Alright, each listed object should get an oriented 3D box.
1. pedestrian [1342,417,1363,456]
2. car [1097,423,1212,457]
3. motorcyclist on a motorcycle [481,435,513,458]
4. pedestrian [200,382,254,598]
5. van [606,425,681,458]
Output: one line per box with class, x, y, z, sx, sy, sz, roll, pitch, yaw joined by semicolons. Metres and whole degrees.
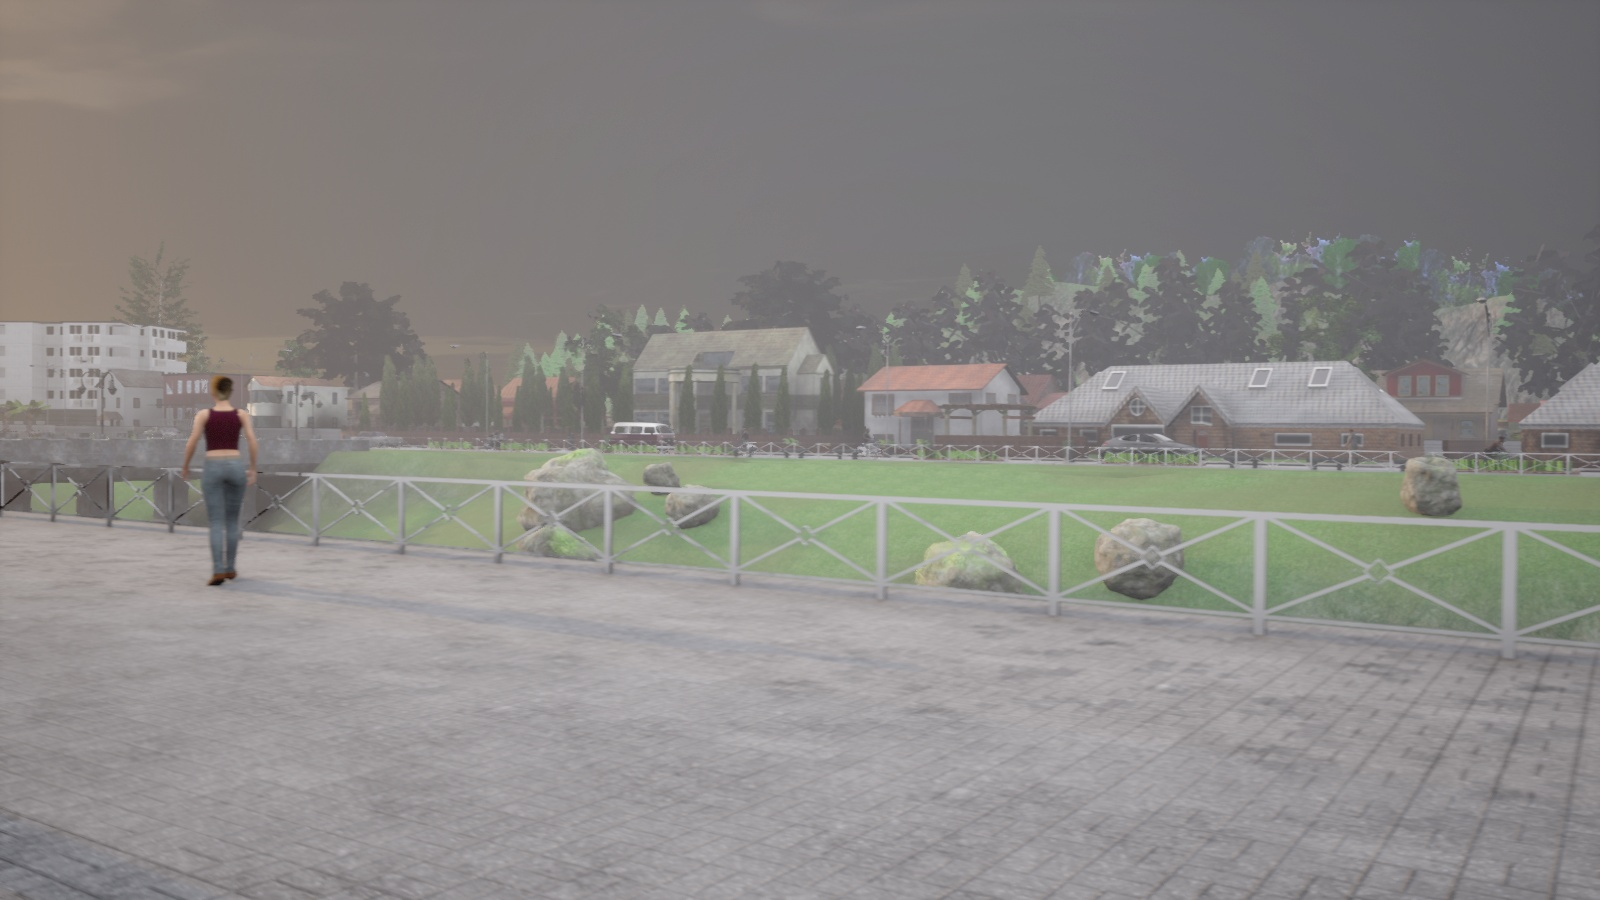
pedestrian;28.212;-0.690;64.140;0.873;1.952;0.659;0;1;36
car;17.424;-0.492;61.861;5.027;1.651;2.152;0;1;34
motorcyclist on a motorcycle;-21.131;-0.236;87.503;2.191;1.530;0.866;0;1;34
pedestrian;-5.017;0.337;10.993;0.345;1.836;0.594;-1;1;-31
van;-10.011;-0.548;80.104;4.480;2.038;2.069;0;1;34
